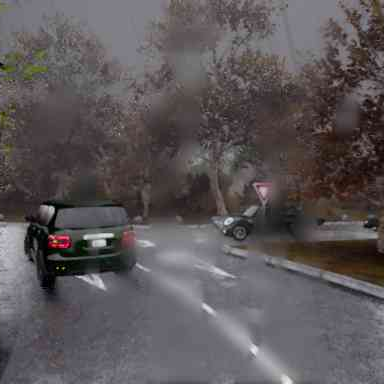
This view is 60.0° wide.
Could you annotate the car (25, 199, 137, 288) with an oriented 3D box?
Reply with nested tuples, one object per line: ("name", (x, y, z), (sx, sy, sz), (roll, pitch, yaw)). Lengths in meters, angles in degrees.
("car", (-3.411, 1.212, 9.618), (2.150, 2.045, 5.566), (0, 0, -31))

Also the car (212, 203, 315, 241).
("car", (3.321, 1.344, 16.467), (4.553, 1.767, 2.097), (0, 0, -13))

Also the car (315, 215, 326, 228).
("car", (5.554, 1.606, 20.159), (4.718, 1.301, 1.895), (0, 0, -17))

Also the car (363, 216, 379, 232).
("car", (12.484, 1.614, 18.999), (5.357, 1.411, 2.033), (1, 0, -18))
